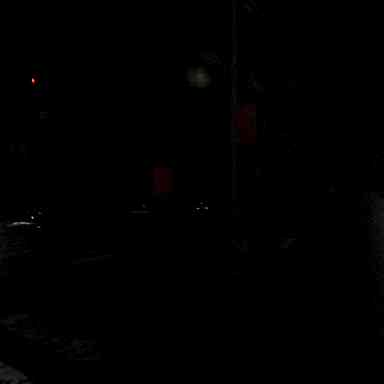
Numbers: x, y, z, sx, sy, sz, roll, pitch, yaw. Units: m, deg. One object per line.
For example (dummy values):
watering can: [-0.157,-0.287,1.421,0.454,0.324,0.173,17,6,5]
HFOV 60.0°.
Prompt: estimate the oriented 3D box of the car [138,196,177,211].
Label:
car: [-3.286,1.090,32.221,1.994,1.385,4.181,0,1,35]

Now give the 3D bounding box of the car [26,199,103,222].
car: [-8.988,1.249,24.050,2.033,1.411,5.357,0,1,35]

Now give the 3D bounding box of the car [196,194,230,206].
car: [2.656,0.895,40.738,2.033,1.411,5.357,0,1,36]

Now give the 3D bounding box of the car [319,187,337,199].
car: [24.948,0.106,61.049,2.150,2.045,5.566,0,1,35]

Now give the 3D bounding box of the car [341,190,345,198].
car: [28.200,0.379,60.022,1.837,1.490,4.892,0,1,34]
